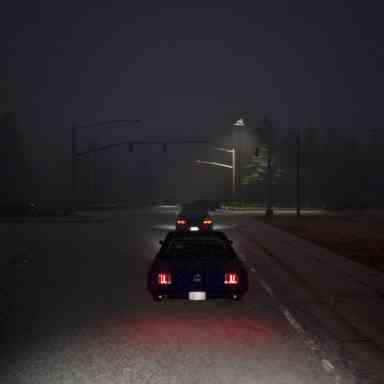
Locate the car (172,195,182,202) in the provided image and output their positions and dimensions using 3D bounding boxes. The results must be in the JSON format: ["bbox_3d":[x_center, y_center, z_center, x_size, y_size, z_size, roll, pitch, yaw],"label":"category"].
[{"bbox_3d":[-3.387,1.429,74.080,1.882,1.535,5.008,0,0,1],"label":"car"}]

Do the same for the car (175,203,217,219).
[{"bbox_3d":[0.108,1.512,17.318,1.812,1.442,4.674,0,0,0],"label":"car"}]

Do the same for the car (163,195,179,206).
[{"bbox_3d":[-3.568,1.528,54.507,1.994,1.385,4.181,0,0,0],"label":"car"}]

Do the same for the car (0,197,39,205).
[{"bbox_3d":[-18.326,1.363,34.959,4.553,1.767,2.097,0,0,1],"label":"car"}]

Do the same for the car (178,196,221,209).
[{"bbox_3d":[1.055,1.514,38.303,4.674,1.442,1.812,0,0,1],"label":"car"}]

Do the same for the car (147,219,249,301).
[{"bbox_3d":[0.103,1.596,8.263,1.895,1.301,4.718,0,0,0],"label":"car"}]

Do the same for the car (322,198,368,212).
[{"bbox_3d":[17.460,1.485,37.997,4.902,1.511,2.128,0,0,1],"label":"car"}]
